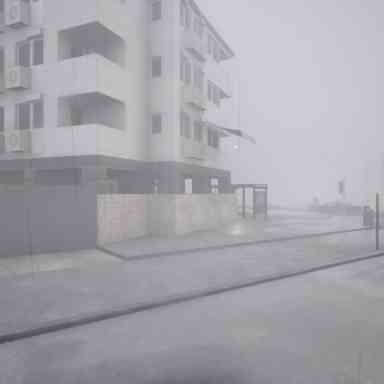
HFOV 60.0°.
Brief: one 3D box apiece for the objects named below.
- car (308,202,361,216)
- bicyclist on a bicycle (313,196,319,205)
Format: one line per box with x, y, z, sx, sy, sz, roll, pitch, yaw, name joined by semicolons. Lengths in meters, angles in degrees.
14.011;1.601;33.076;1.895;1.301;4.718;0;0;-33;car
14.709;1.349;39.571;1.656;1.620;0.582;0;0;-35;bicyclist on a bicycle
